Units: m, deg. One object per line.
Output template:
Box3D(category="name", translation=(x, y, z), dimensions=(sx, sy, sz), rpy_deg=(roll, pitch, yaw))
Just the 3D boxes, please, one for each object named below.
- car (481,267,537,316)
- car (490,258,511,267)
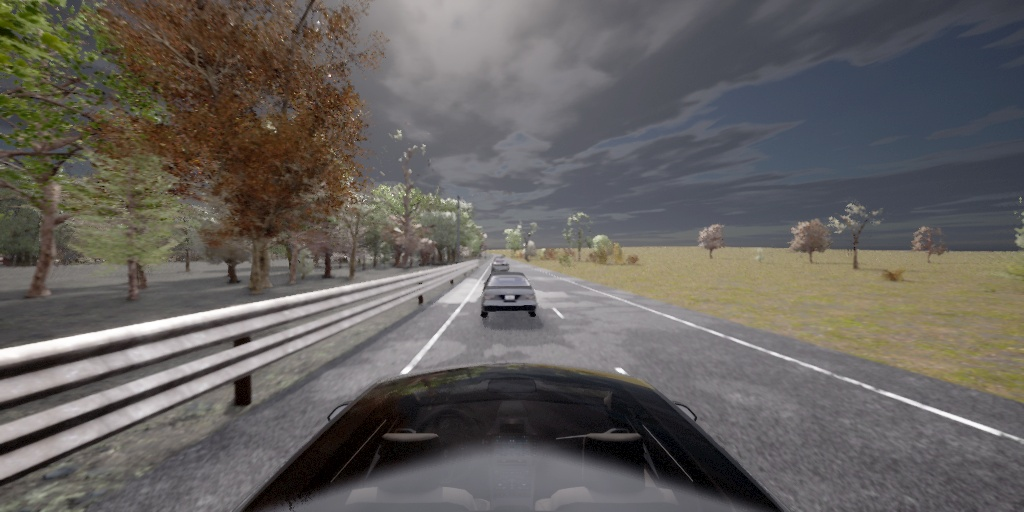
Box3D(category="car", translation=(-0.173, 1.287, 13.246), dimensions=(2.033, 1.411, 5.357), rpy_deg=(0, 0, -2))
Box3D(category="car", translation=(-1.187, 1.205, 37.225), dimensions=(2.128, 1.511, 4.902), rpy_deg=(0, 0, -2))
